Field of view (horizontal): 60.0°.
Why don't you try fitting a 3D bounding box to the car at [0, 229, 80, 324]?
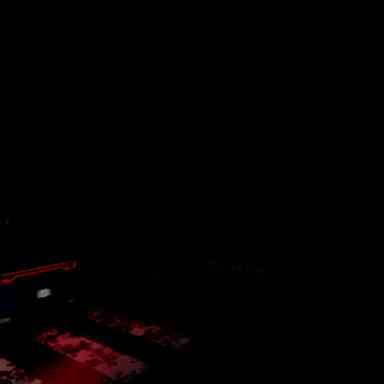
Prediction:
[{"bbox_3d":[-4.415,1.492,6.835,5.008,1.535,1.882,0,0,35],"label":"car"}]
